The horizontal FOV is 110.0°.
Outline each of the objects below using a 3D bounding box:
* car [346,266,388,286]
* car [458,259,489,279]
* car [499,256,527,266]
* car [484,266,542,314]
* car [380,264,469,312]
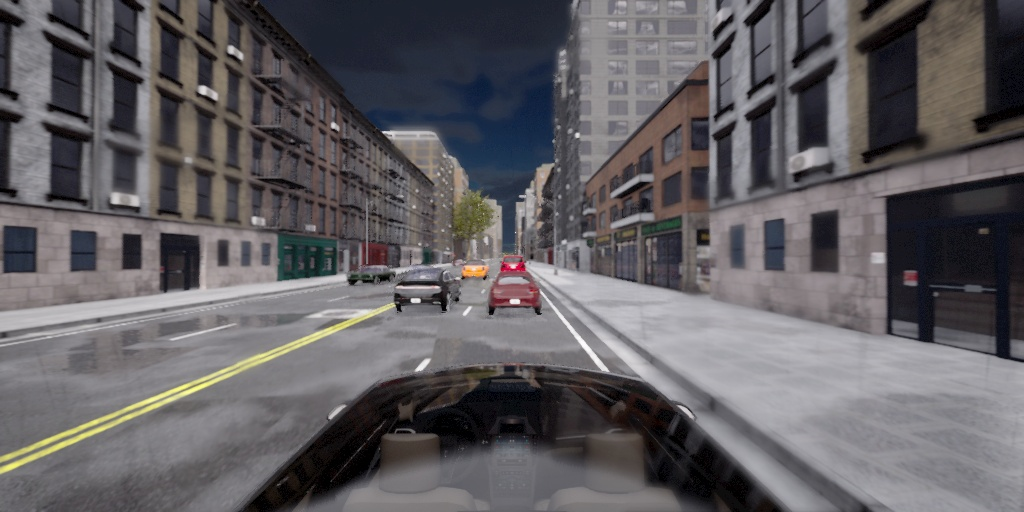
[{"bbox_3d":[-9.854,1.364,25.399,1.895,1.301,4.718,0,0,0],"label":"car"},{"bbox_3d":[-3.155,1.121,31.815,2.097,1.767,4.553,0,0,0],"label":"car"},{"bbox_3d":[0.096,0.991,31.386,2.150,2.045,5.566,0,0,0],"label":"car"},{"bbox_3d":[0.098,1.281,13.696,1.812,1.442,4.674,0,0,0],"label":"car"},{"bbox_3d":[-3.152,1.247,14.143,2.128,1.511,4.902,0,0,0],"label":"car"}]
